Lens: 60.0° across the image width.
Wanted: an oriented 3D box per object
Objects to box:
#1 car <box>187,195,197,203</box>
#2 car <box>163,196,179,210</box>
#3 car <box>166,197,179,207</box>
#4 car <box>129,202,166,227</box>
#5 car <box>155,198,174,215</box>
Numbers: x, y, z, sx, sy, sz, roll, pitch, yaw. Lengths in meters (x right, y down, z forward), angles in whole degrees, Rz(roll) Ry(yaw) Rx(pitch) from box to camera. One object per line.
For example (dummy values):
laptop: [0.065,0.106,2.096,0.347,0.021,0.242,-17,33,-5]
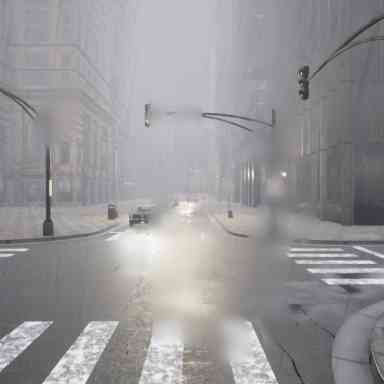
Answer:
car: [0.055,1.365,69.613,2.097,1.767,4.553,0,0,0]
car: [-3.124,1.354,43.083,2.097,1.767,4.553,0,0,0]
car: [-3.086,1.531,53.125,1.812,1.442,4.674,0,0,0]
car: [-3.114,1.601,23.139,1.895,1.301,4.718,0,0,0]
car: [-3.115,1.564,33.082,1.994,1.385,4.181,0,0,0]
